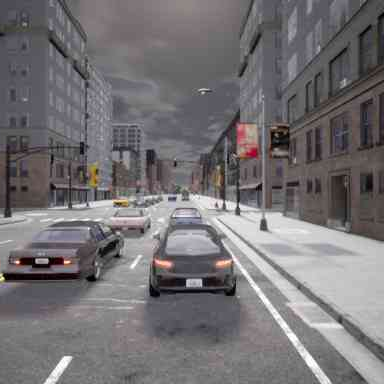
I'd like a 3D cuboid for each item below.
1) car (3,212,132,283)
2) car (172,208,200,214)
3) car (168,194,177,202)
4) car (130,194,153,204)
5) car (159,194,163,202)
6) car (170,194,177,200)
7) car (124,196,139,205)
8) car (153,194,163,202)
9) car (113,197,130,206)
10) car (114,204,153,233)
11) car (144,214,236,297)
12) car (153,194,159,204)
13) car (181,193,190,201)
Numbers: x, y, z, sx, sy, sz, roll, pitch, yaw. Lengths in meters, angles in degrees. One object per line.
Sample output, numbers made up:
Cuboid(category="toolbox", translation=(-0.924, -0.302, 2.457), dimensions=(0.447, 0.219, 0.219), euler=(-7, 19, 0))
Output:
Cuboid(category="car", translation=(-3.310, 1.549, 9.730), dimensions=(2.033, 1.411, 5.357), euler=(0, 0, -1))
Cuboid(category="car", translation=(-0.327, 1.552, 18.071), dimensions=(2.033, 1.411, 5.357), euler=(0, 0, -1))
Cuboid(category="car", translation=(-4.817, 1.501, 80.342), dimensions=(1.882, 1.535, 5.008), euler=(0, 0, -1))
Cuboid(category="car", translation=(-7.559, 1.512, 50.079), dimensions=(2.128, 1.511, 4.902), euler=(0, 0, -1))
Cuboid(category="car", translation=(-7.849, 1.552, 69.302), dimensions=(2.128, 1.511, 4.902), euler=(0, 0, -1))
Cuboid(category="car", translation=(-5.025, 1.396, 90.760), dimensions=(1.837, 1.490, 4.892), euler=(0, 0, -1))
Cuboid(category="car", translation=(-10.989, 1.550, 60.775), dimensions=(1.812, 1.442, 4.674), euler=(0, 0, -1))
Cuboid(category="car", translation=(-8.052, 1.369, 79.534), dimensions=(2.097, 1.767, 4.553), euler=(0, 0, -1))
Cuboid(category="car", translation=(-10.841, 1.499, 51.553), dimensions=(1.882, 1.535, 5.008), euler=(0, 0, -1))
Cuboid(category="car", translation=(-3.506, 1.606, 19.489), dimensions=(1.895, 1.301, 4.718), euler=(0, 0, -1))
Cuboid(category="car", translation=(-0.036, 1.527, 8.484), dimensions=(1.812, 1.442, 4.674), euler=(0, 0, -2))
Cuboid(category="car", translation=(-7.726, 1.516, 59.432), dimensions=(2.128, 1.511, 4.902), euler=(0, 0, -1))
Cuboid(category="car", translation=(-1.576, 1.619, 80.853), dimensions=(1.895, 1.301, 4.718), euler=(0, 0, -1))
